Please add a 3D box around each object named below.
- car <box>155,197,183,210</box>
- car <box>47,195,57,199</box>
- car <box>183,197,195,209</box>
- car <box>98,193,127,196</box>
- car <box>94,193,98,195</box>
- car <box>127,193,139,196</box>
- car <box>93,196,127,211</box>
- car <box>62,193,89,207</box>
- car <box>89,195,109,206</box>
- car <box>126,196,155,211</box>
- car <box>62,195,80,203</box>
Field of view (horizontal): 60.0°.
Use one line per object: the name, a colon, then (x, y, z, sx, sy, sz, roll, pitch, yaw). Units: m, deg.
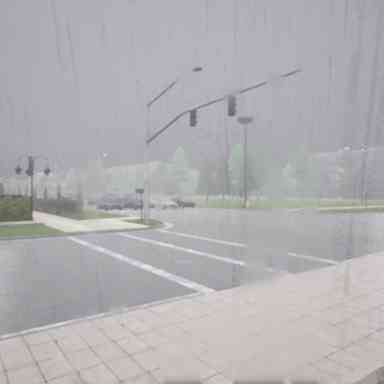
car: (-3.605, 1.523, 43.200, 1.812, 1.442, 4.674, 0, 0, -36)
car: (-27.298, 1.323, 64.030, 1.994, 1.385, 4.181, 0, 0, -36)
car: (-1.511, 1.475, 46.278, 1.882, 1.535, 5.008, 0, 0, -36)
car: (-13.758, 1.221, 57.194, 2.150, 2.045, 5.566, 0, 0, -36)
car: (-19.718, 0.999, 71.459, 2.097, 1.767, 4.553, 0, 0, -36)
car: (-10.616, 1.220, 58.831, 2.150, 2.045, 5.566, 0, 0, -36)
car: (-9.893, 1.562, 39.948, 1.994, 1.385, 4.181, 0, 0, -36)
car: (-18.562, 1.211, 51.852, 2.150, 2.045, 5.566, 0, 1, -37)
car: (-15.293, 1.561, 53.335, 1.994, 1.385, 4.181, 0, 0, -36)
car: (-7.201, 1.545, 42.193, 2.033, 1.411, 5.357, 0, 0, -36)
car: (-23.784, 1.406, 65.149, 2.128, 1.511, 4.902, 0, 0, -36)
